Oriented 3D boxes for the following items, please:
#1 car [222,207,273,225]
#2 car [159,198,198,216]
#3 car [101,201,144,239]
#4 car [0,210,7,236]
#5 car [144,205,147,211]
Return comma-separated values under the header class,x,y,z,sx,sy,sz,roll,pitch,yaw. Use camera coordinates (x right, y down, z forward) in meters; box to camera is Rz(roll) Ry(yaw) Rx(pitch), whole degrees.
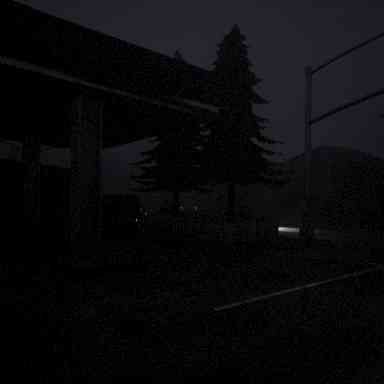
class,x,y,z,sx,sy,sz,roll,pitch,yaw
car,4.056,1.816,25.000,1.994,1.385,4.181,1,0,-35
car,-1.365,1.541,32.638,2.097,1.767,4.553,1,0,-36
car,-4.562,1.445,18.268,1.905,1.878,3.866,1,0,-36
car,-11.694,1.519,18.449,2.242,1.667,4.611,1,0,-36
car,-7.515,1.664,41.302,2.033,1.411,5.357,1,0,-35
